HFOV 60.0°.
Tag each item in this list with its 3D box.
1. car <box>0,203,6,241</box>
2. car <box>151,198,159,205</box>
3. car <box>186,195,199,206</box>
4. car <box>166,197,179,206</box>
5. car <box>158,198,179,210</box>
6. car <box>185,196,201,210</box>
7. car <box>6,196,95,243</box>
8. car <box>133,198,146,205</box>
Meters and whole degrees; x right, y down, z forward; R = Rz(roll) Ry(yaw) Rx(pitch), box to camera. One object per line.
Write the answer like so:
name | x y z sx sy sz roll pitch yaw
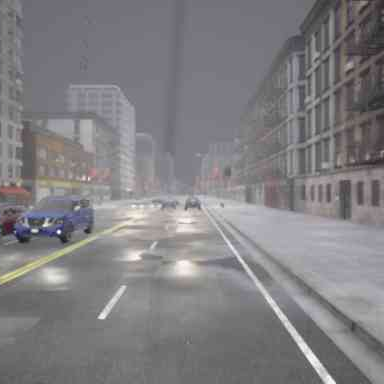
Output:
car | -9.741 1.375 16.418 2.097 1.767 4.553 0 0 0
car | -6.479 1.707 62.261 1.895 1.301 4.718 0 0 0
car | 0.028 1.421 56.194 2.097 1.767 4.553 0 0 0
car | -3.221 1.633 56.178 1.994 1.385 4.181 0 0 0
car | -3.129 1.581 44.993 1.812 1.442 4.674 0 0 0
car | 0.116 1.406 43.800 2.097 1.767 4.553 0 0 0
car | -6.491 1.244 16.504 2.150 2.045 5.566 0 0 0
car | -9.736 1.700 61.564 1.895 1.301 4.718 0 0 0
